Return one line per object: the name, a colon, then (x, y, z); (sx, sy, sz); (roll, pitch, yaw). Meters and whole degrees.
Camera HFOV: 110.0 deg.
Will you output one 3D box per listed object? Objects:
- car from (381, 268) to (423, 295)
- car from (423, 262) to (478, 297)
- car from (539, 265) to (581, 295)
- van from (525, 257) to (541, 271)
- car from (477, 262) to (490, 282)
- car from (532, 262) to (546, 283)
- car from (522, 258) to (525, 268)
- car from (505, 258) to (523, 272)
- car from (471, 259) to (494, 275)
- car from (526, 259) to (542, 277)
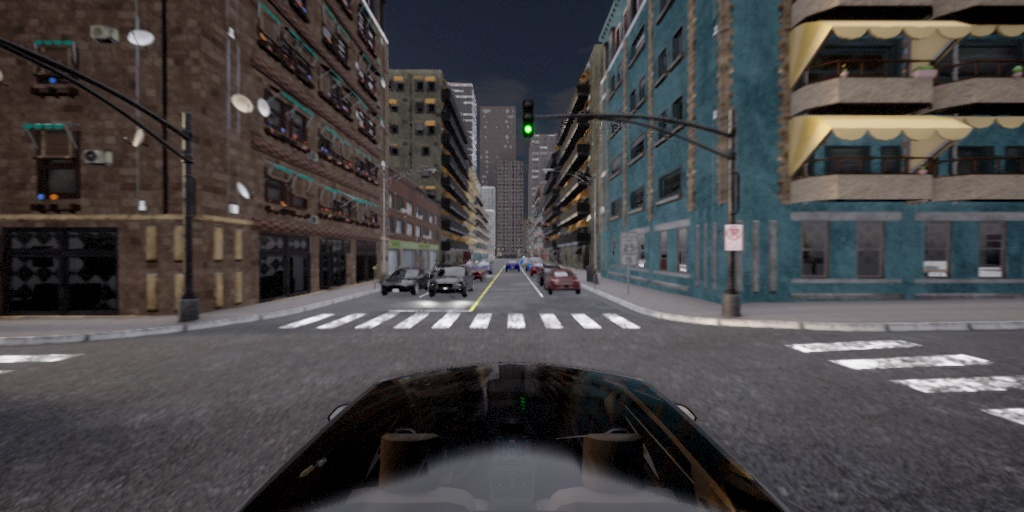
car: (-5.696, 1.320, 19.734); (1.948, 1.339, 4.313); (0, 0, 0)
car: (-3.093, 1.259, 19.078); (1.837, 1.490, 4.892); (0, 0, 0)
car: (2.685, 1.337, 19.724); (1.802, 1.307, 4.207); (0, 0, 0)
van: (2.681, 1.107, 41.818); (1.690, 1.789, 3.998); (0, 0, 0)
car: (-3.095, 1.360, 29.096); (1.895, 1.301, 4.718); (0, 0, 0)
car: (2.684, 1.323, 25.248); (1.948, 1.339, 4.313); (0, 0, 0)
car: (2.680, 1.336, 47.341); (1.948, 1.339, 4.313); (0, 0, 0)
car: (0.092, 1.248, 47.693); (1.882, 1.535, 5.008); (0, 0, 0)
car: (-3.096, 1.290, 39.430); (1.812, 1.442, 4.674); (0, 0, 0)
car: (2.682, 1.308, 36.294); (1.888, 1.381, 4.507); (0, 0, 0)
